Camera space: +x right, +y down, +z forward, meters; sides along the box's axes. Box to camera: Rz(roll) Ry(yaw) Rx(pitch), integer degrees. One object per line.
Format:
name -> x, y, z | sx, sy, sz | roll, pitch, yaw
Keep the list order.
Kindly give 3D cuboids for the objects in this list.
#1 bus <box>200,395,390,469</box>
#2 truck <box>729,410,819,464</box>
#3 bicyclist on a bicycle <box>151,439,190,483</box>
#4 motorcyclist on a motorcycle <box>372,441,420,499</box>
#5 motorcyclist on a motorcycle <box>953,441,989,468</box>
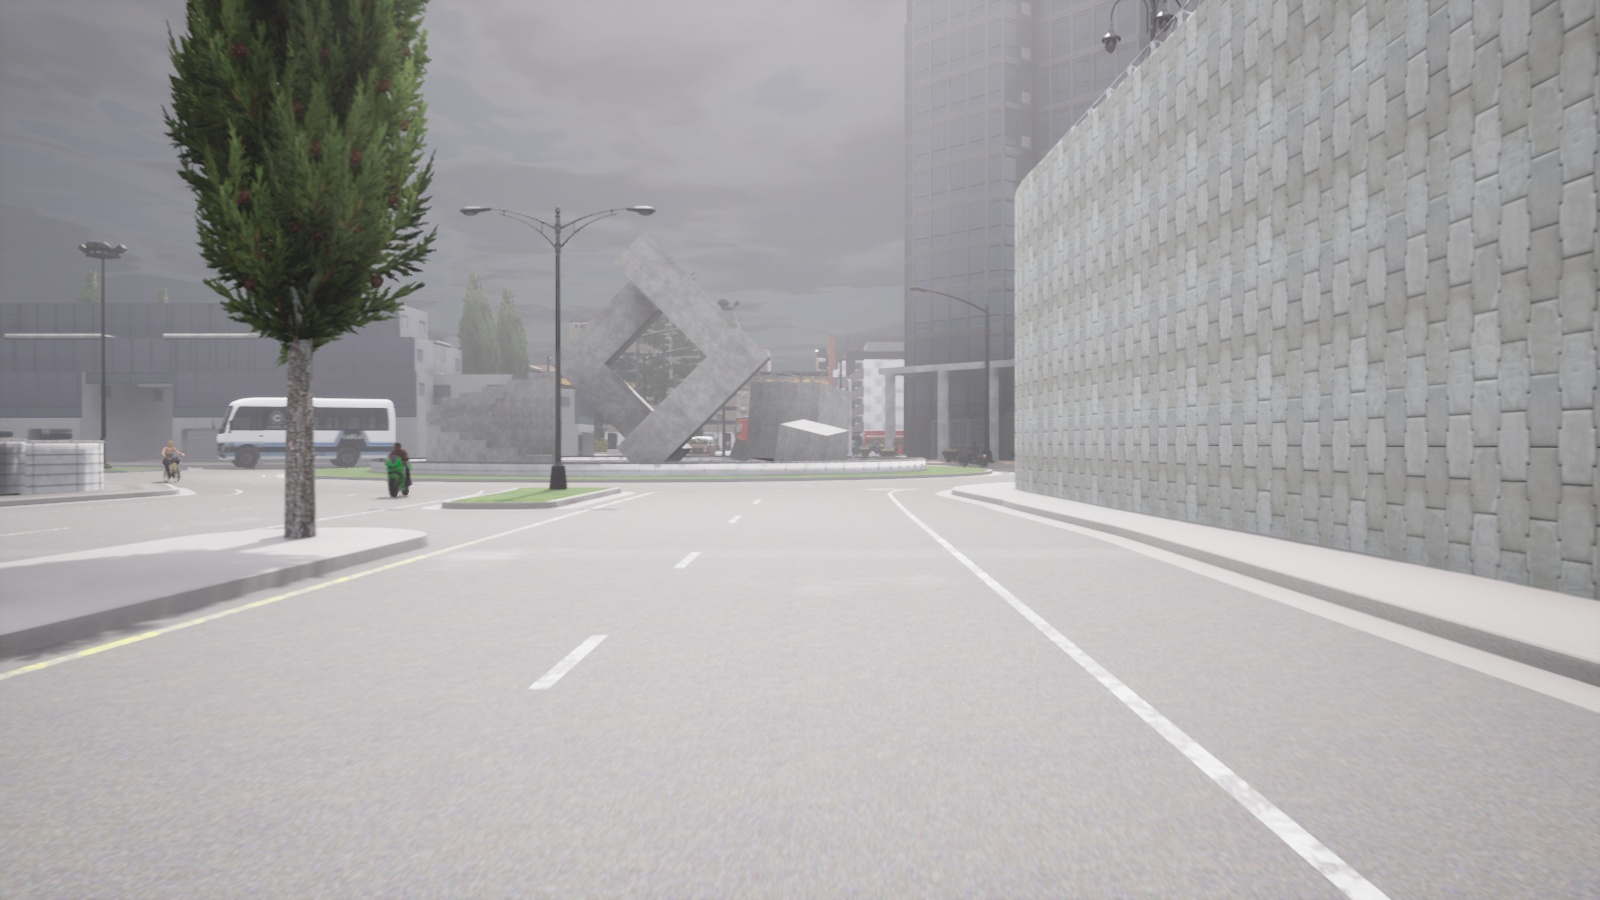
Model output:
bus -> -30.601, -1.089, 76.248 | 10.273, 4.253, 3.944 | 0, 1, -29
truck -> -2.058, -0.951, 94.206 | 2.891, 3.827, 8.468 | 0, 0, -31
bicyclist on a bicycle -> -23.635, 0.395, 47.143 | 1.509, 1.612, 0.866 | 0, 0, 43
motorcyclist on a motorcycle -> -11.042, 0.524, 34.385 | 0.797, 1.523, 2.044 | -1, 0, -5
motorcyclist on a motorcycle -> 10.631, 0.266, 78.138 | 0.766, 1.649, 2.350 | -1, 1, -37
